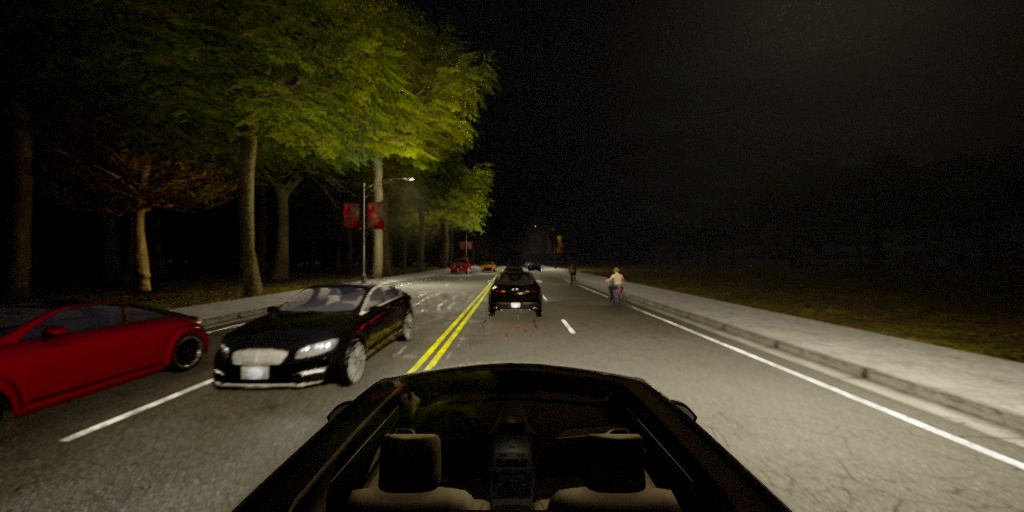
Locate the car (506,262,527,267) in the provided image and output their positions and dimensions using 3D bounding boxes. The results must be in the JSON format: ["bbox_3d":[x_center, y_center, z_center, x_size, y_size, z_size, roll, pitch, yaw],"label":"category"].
[{"bbox_3d":[0.140,1.477,32.338,1.812,1.442,4.674,0,0,0],"label":"car"}]

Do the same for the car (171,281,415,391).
[{"bbox_3d":[-3.345,1.274,7.124,2.128,1.511,4.902,0,0,0],"label":"car"}]

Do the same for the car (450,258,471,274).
[{"bbox_3d":[-6.530,1.273,46.255,2.150,2.045,5.566,0,0,0],"label":"car"}]

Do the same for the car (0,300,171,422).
[{"bbox_3d":[-6.597,1.332,4.894,1.994,1.385,4.181,0,0,0],"label":"car"}]

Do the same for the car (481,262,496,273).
[{"bbox_3d":[-3.261,1.560,50.399,1.882,1.535,5.008,0,-1,0],"label":"car"}]

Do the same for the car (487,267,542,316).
[{"bbox_3d":[0.115,1.330,13.853,1.837,1.490,4.892,0,0,0],"label":"car"}]

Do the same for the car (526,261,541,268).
[{"bbox_3d":[3.423,1.728,56.093,1.895,1.301,4.718,0,0,0],"label":"car"}]

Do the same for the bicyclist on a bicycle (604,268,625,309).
[{"bbox_3d":[4.182,1.267,14.453,0.866,1.612,1.509,0,0,0],"label":"bicyclist on a bicycle"}]

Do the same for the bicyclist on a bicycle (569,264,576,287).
[{"bbox_3d":[4.172,1.351,24.631,0.582,1.620,1.656,0,-1,0],"label":"bicyclist on a bicycle"}]
